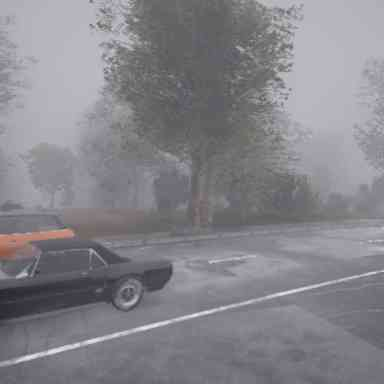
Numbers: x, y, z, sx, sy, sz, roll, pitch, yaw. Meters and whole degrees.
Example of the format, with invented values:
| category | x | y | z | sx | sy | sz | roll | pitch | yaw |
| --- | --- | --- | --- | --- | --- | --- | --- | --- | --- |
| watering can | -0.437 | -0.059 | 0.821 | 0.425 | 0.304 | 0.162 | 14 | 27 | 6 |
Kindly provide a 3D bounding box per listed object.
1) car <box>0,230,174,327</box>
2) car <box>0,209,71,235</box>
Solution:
| category | x | y | z | sx | sy | sz | roll | pitch | yaw |
| --- | --- | --- | --- | --- | --- | --- | --- | --- | --- |
| car | -2.797 | 1.574 | 6.162 | 4.718 | 1.301 | 1.895 | 0 | 0 | -35 |
| car | -5.353 | 1.312 | 8.637 | 4.553 | 1.767 | 2.097 | 0 | 0 | -35 |
